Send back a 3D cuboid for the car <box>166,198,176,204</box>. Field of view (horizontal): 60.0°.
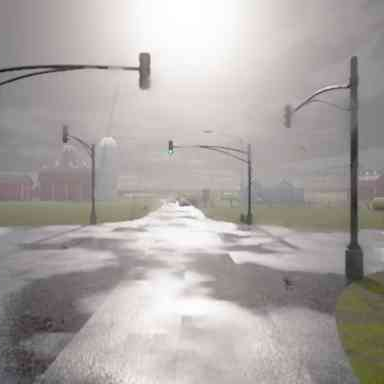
[{"bbox_3d":[-4.579,1.955,72.689,1.812,1.442,4.674,0,-1,-3],"label":"car"}]

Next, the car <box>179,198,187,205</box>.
[{"bbox_3d":[-2.192,2.300,78.666,1.837,1.490,4.892,0,-1,-4],"label":"car"}]

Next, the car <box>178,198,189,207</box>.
[{"bbox_3d":[-1.598,2.366,68.680,1.895,1.301,4.718,0,-1,-3],"label":"car"}]
